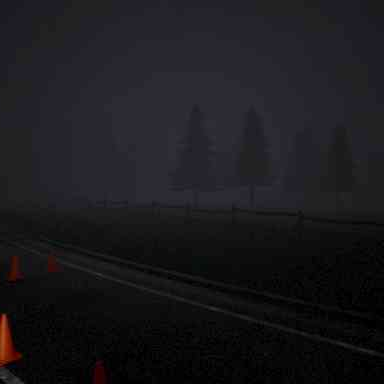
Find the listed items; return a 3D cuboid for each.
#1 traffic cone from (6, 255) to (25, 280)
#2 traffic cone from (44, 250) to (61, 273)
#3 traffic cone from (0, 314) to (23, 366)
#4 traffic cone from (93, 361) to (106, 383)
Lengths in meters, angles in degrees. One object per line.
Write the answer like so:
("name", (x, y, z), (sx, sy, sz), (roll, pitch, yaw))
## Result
("traffic cone", (-4.482, 1.895, 8.448), (0.340, 0.580, 0.340), (1, 0, 37))
("traffic cone", (-3.879, 1.899, 9.245), (0.340, 0.580, 0.340), (1, 0, 37))
("traffic cone", (-2.498, 1.923, 4.440), (0.340, 0.580, 0.340), (1, 0, 37))
("traffic cone", (-0.903, 1.942, 3.234), (0.340, 0.580, 0.340), (1, 0, 37))
